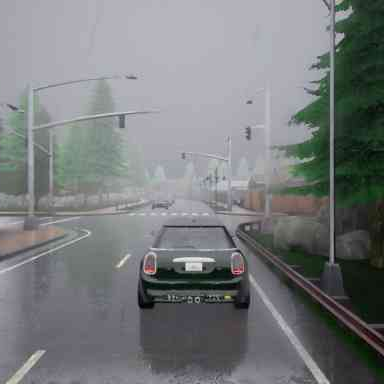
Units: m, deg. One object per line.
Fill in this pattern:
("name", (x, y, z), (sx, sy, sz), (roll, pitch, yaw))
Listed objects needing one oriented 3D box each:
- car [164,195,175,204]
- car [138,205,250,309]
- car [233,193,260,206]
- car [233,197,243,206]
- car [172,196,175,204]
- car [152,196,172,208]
("car", (-4.290, 1.448, 63.780), (1.882, 1.535, 5.008), (0, 0, 0))
("car", (0.051, 1.352, 8.046), (2.097, 1.767, 4.553), (0, 0, 0))
("car", (8.358, 1.146, 51.295), (3.866, 1.878, 1.905), (0, 0, -1))
("car", (8.776, 1.144, 48.785), (4.605, 1.855, 1.932), (0, 0, -1))
("car", (-4.204, 1.571, 53.601), (1.895, 1.301, 4.718), (0, 0, 0))
("car", (-4.115, 1.534, 43.746), (1.994, 1.385, 4.181), (0, 0, -1))
